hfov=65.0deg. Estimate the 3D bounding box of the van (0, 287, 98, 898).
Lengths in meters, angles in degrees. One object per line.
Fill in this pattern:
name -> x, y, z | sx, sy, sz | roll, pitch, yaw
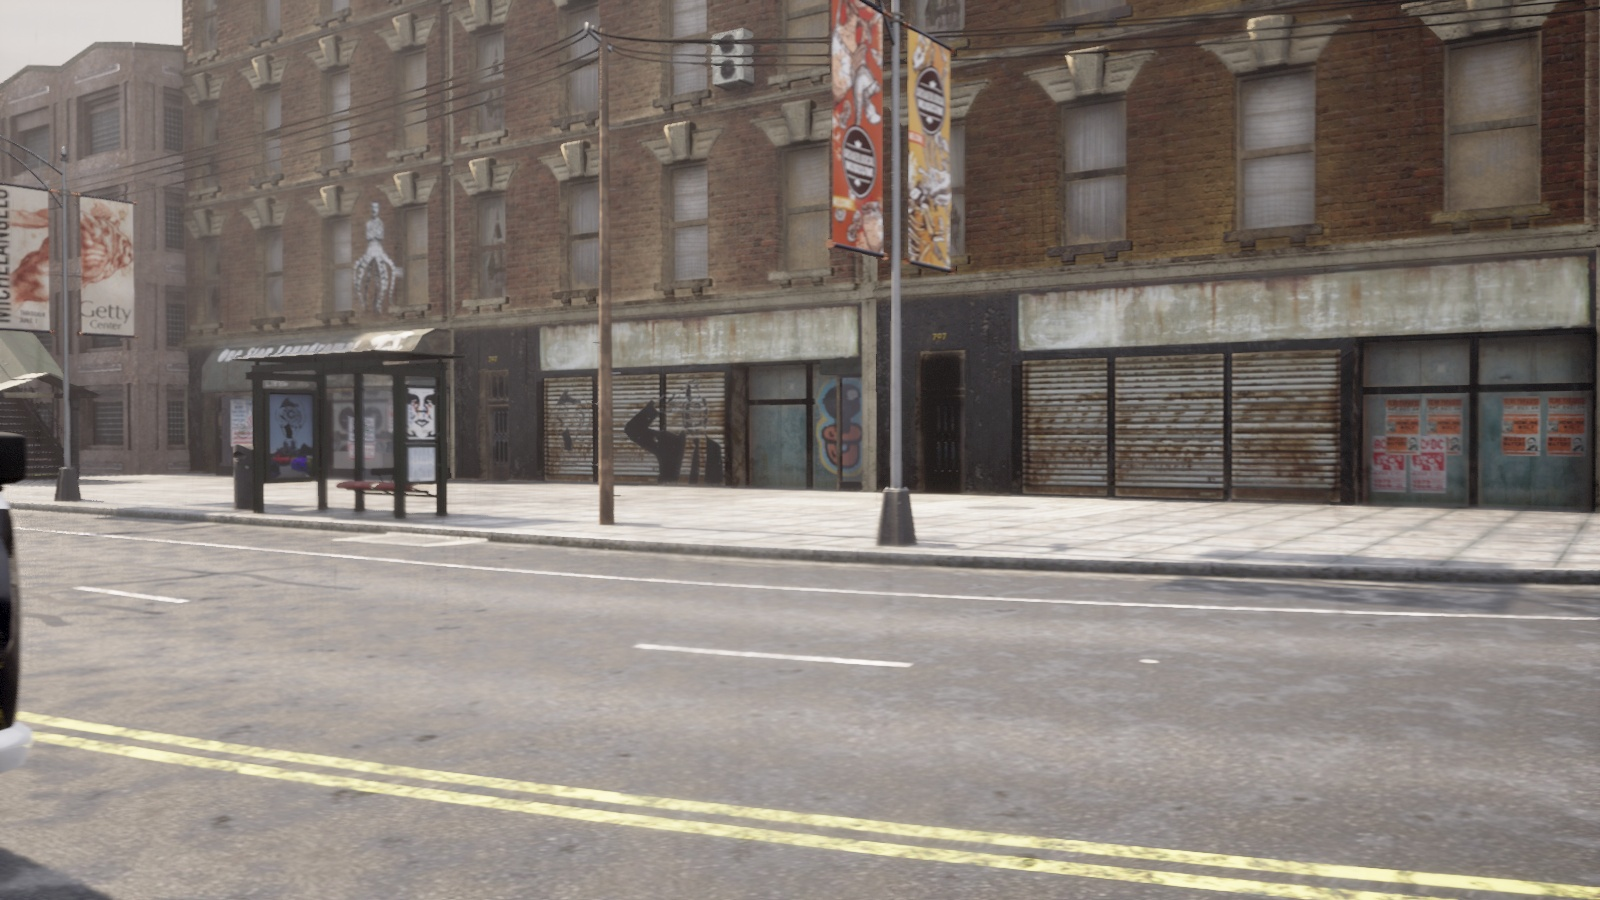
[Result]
van -> -4.889, 0.457, 4.947 | 4.480, 2.038, 2.069 | 1, 1, 37
